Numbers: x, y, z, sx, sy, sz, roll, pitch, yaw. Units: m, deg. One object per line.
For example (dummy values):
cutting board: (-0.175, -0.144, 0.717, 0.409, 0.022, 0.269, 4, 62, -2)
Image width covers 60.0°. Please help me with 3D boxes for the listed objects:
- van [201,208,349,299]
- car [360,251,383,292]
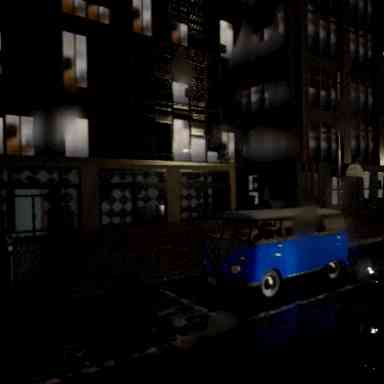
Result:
van: (2.104, 1.304, 8.080, 3.998, 1.788, 1.690, 0, -1, -35)
car: (6.117, 1.491, 7.714, 5.357, 1.411, 2.033, 0, 0, -35)
